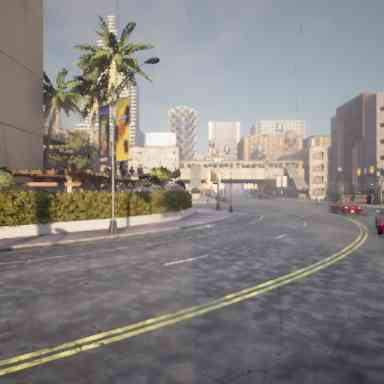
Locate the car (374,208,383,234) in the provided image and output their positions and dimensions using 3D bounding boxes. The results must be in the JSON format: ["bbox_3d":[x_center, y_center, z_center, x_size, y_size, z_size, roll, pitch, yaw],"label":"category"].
[{"bbox_3d":[11.474,1.544,18.791,1.994,1.385,4.181,0,0,27],"label":"car"}]

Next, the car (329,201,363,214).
[{"bbox_3d":[15.746,1.568,34.372,1.895,1.301,4.718,0,0,5],"label":"car"}]

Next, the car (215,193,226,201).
[{"bbox_3d":[7.314,1.427,81.346,2.097,1.535,5.008,0,0,1],"label":"car"}]
